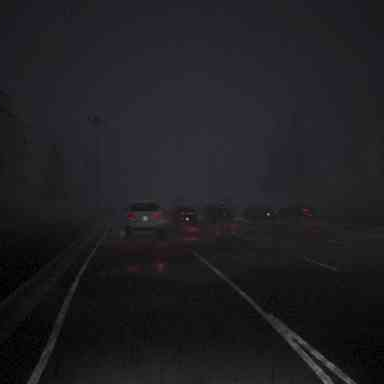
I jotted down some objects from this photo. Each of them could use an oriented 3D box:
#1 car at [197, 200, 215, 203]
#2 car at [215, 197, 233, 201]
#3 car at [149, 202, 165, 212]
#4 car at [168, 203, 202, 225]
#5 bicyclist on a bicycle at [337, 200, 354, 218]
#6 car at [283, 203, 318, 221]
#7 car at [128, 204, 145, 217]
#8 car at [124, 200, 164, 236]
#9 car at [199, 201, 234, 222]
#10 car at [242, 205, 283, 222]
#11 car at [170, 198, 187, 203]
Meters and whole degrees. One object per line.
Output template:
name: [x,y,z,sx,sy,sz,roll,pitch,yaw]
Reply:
car: [1.503,2.224,52.275,2.033,1.411,5.357,-1,-1,-11]
car: [4.943,1.859,52.900,2.150,2.045,5.566,-1,-1,-11]
car: [-5.429,2.308,51.254,2.033,1.411,5.357,-1,-1,-11]
car: [-0.822,1.886,27.838,1.837,1.490,4.892,-1,-1,-11]
bicyclist on a bicycle: [13.593,1.505,29.460,1.656,1.620,0.582,-1,-1,-11]
car: [9.433,1.761,30.108,2.128,1.511,4.902,-1,-1,-11]
car: [-7.007,2.216,41.466,1.994,1.385,4.181,-1,-1,-11]
car: [-3.065,1.546,20.923,2.150,2.045,5.566,-1,-1,-11]
car: [2.257,1.852,30.352,1.882,1.535,5.008,-1,-1,-11]
car: [5.967,1.875,29.599,1.994,1.385,4.181,-1,-1,-11]
car: [-2.103,1.952,52.473,2.150,2.045,5.566,-1,-1,-11]
